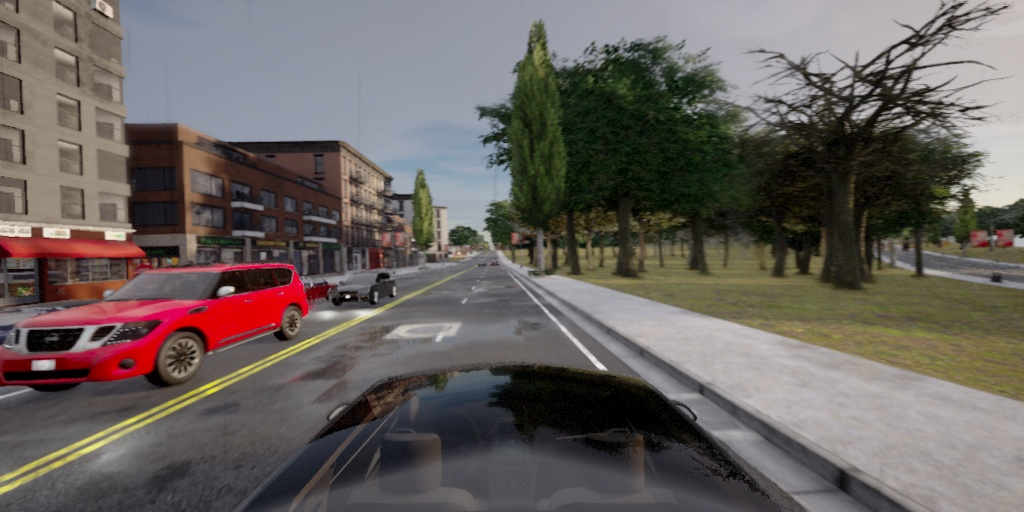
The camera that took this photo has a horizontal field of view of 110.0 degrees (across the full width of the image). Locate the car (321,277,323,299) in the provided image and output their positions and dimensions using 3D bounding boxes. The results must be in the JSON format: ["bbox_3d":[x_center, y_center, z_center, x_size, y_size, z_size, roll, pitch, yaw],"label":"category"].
[{"bbox_3d":[-10.427,1.721,17.593,1.895,1.301,4.718,-2,0,-2],"label":"car"}]

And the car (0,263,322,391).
[{"bbox_3d":[-6.718,1.197,7.810,2.150,2.045,5.566,-2,0,-2],"label":"car"}]

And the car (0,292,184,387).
[{"bbox_3d":[-9.954,1.677,7.527,1.895,1.301,4.718,-2,0,-2],"label":"car"}]

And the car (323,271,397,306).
[{"bbox_3d":[-7.197,1.524,17.927,1.837,1.490,4.892,-2,0,-2],"label":"car"}]
